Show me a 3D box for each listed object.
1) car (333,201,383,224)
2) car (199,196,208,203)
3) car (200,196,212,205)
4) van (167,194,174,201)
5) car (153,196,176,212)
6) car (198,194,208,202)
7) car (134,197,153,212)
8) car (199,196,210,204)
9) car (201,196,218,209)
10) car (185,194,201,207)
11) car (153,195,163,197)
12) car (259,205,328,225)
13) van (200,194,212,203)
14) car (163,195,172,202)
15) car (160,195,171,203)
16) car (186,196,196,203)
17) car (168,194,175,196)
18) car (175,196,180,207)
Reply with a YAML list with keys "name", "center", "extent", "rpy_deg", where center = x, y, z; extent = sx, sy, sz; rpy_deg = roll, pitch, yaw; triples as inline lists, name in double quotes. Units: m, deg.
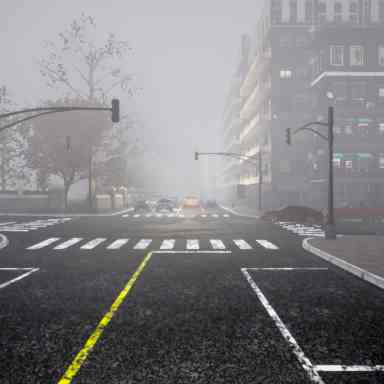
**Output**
- name: "car"
  center: [13.413, 1.609, 27.426]
  extent: [5.009, 1.841, 2.192]
  rpy_deg: [1, -1, -1]
- name: "car"
  center: [2.546, 1.619, 73.508]
  extent: [1.887, 1.381, 4.507]
  rpy_deg: [0, 0, 0]
- name: "car"
  center: [2.569, 1.494, 62.248]
  extent: [1.967, 1.590, 4.097]
  rpy_deg: [0, 0, 0]
- name: "van"
  center: [-5.869, 1.453, 90.382]
  extent: [1.690, 1.788, 3.998]
  rpy_deg: [0, 0, 0]
- name: "car"
  center: [-3.171, 1.548, 39.117]
  extent: [1.812, 1.442, 4.674]
  rpy_deg: [0, 0, 0]
- name: "car"
  center: [2.535, 1.401, 79.138]
  extent: [2.192, 1.841, 5.009]
  rpy_deg: [0, 0, 0]
- name: "car"
  center: [-5.766, 1.589, 39.710]
  extent: [1.947, 1.339, 4.313]
  rpy_deg: [0, 0, 0]
- name: "car"
  center: [2.557, 1.615, 67.878]
  extent: [2.008, 1.369, 4.403]
  rpy_deg: [0, 0, 0]
- name: "car"
  center: [2.603, 1.574, 45.357]
  extent: [1.887, 1.381, 4.507]
  rpy_deg: [0, 0, 0]
- name: "car"
  center: [-0.001, 1.390, 51.345]
  extent: [2.097, 1.767, 4.553]
  rpy_deg: [0, 0, 0]
- name: "car"
  center: [-5.788, 1.561, 50.801]
  extent: [1.752, 1.417, 4.829]
  rpy_deg: [0, 0, 0]
- name: "car"
  center: [7.504, 1.676, 25.247]
  extent: [4.674, 1.442, 1.812]
  rpy_deg: [2, 0, 7]
- name: "van"
  center: [2.592, 1.377, 50.988]
  extent: [1.690, 1.788, 3.998]
  rpy_deg: [0, 0, 0]
- name: "car"
  center: [-5.846, 1.526, 79.121]
  extent: [1.967, 1.590, 4.097]
  rpy_deg: [0, 0, 0]
- name: "car"
  center: [-5.835, 1.515, 73.492]
  extent: [1.967, 1.590, 4.097]
  rpy_deg: [0, 0, 0]
- name: "car"
  center: [-0.144, 1.612, 72.234]
  extent: [2.033, 1.411, 5.357]
  rpy_deg: [0, 0, 0]
- name: "car"
  center: [-3.195, 1.554, 59.232]
  extent: [1.837, 1.490, 4.892]
  rpy_deg: [0, 0, 0]
- name: "car"
  center: [-3.190, 1.635, 49.041]
  extent: [1.895, 1.301, 4.718]
  rpy_deg: [0, 0, 0]
